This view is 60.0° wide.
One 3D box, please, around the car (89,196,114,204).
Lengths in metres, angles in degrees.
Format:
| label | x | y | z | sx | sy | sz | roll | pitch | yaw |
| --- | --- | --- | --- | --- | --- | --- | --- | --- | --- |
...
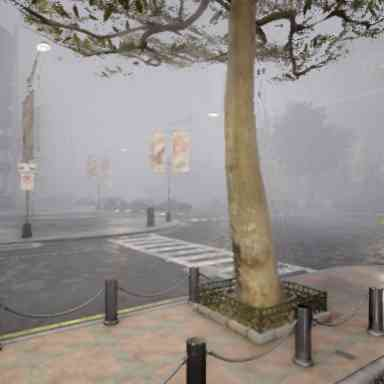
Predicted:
| label | x | y | z | sx | sy | sz | roll | pitch | yaw |
| --- | --- | --- | --- | --- | --- | --- | --- | --- | --- |
| car | -18.994 | 1.665 | 69.532 | 4.902 | 1.511 | 2.128 | 0 | 0 | 26 |

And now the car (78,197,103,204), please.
| label | x | y | z | sx | sy | sz | roll | pitch | yaw |
| --- | --- | --- | --- | --- | --- | --- | --- | --- | --- |
| car | -20.234 | 1.649 | 66.242 | 4.674 | 1.442 | 1.812 | 0 | 0 | 26 |

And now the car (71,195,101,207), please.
| label | x | y | z | sx | sy | sz | roll | pitch | yaw |
| --- | --- | --- | --- | --- | --- | --- | --- | --- | --- |
| car | -17.426 | 1.649 | 55.392 | 5.357 | 1.411 | 2.033 | 0 | 0 | 41 |

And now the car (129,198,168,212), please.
| label | x | y | z | sx | sy | sz | roll | pitch | yaw |
| --- | --- | --- | --- | --- | --- | --- | --- | --- | --- |
| car | -5.250 | 1.654 | 40.027 | 2.033 | 1.411 | 5.357 | 0 | 0 | -35 |

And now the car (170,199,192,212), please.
| label | x | y | z | sx | sy | sz | roll | pitch | yaw |
| --- | --- | --- | --- | --- | --- | --- | --- | --- | --- |
| car | -1.931 | 1.604 | 41.390 | 1.882 | 1.535 | 5.008 | 0 | 0 | -37 |

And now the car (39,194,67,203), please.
| label | x | y | z | sx | sy | sz | roll | pitch | yaw |
| --- | --- | --- | --- | --- | --- | --- | --- | --- | --- |
| car | -29.480 | 1.638 | 69.945 | 4.718 | 1.301 | 1.895 | 0 | 0 | 12 |

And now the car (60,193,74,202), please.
| label | x | y | z | sx | sy | sz | roll | pitch | yaw |
| --- | --- | --- | --- | --- | --- | --- | --- | --- | --- |
| car | -28.516 | 1.274 | 73.312 | 5.566 | 2.045 | 2.150 | 0 | 0 | 12 |

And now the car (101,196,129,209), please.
| label | x | y | z | sx | sy | sz | roll | pitch | yaw |
| --- | --- | --- | --- | --- | --- | --- | --- | --- | --- |
| car | -10.669 | 1.458 | 47.481 | 2.097 | 1.767 | 4.553 | 0 | 0 | -37 |

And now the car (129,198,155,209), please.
| label | x | y | z | sx | sy | sz | roll | pitch | yaw |
| --- | --- | --- | --- | --- | --- | --- | --- | --- | --- |
| car | -7.364 | 1.652 | 48.912 | 1.812 | 1.442 | 4.674 | 0 | 0 | -37 |

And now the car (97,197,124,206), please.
| label | x | y | z | sx | sy | sz | roll | pitch | yaw |
| --- | --- | --- | --- | --- | --- | --- | --- | --- | --- |
| car | -14.002 | 1.613 | 56.955 | 4.902 | 1.511 | 2.128 | 0 | 0 | 44 |
